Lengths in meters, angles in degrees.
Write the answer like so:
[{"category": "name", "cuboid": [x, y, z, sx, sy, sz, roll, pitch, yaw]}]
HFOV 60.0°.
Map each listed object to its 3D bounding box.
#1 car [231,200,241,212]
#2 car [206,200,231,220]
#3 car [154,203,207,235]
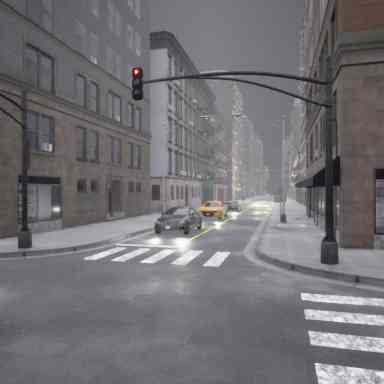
[{"category": "car", "cuboid": [4.597, 1.619, 39.170, 1.994, 1.385, 4.181, 0, 0, 16]}, {"category": "car", "cuboid": [1.914, 1.522, 29.118, 1.882, 1.535, 5.008, 0, 0, 15]}, {"category": "car", "cuboid": [-0.654, 1.560, 19.434, 1.812, 1.442, 4.674, 0, 0, 15]}]
